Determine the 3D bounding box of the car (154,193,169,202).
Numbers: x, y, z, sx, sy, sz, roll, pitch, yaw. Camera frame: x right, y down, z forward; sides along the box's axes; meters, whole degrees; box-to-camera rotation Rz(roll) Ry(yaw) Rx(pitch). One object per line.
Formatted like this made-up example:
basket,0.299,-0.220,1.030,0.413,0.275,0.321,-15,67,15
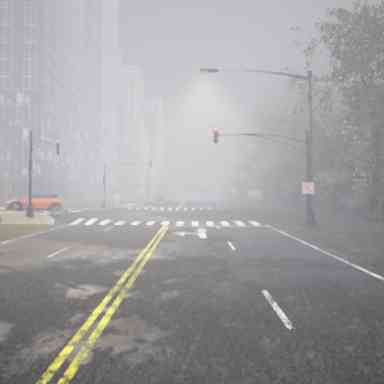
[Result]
car,-6.566,1.095,68.542,2.097,1.767,4.553,0,0,0

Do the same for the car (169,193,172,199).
car,-6.588,1.154,92.219,1.837,1.490,4.892,0,0,0

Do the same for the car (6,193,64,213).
car,-13.654,0.855,29.082,4.553,1.767,2.097,2,-3,-22
